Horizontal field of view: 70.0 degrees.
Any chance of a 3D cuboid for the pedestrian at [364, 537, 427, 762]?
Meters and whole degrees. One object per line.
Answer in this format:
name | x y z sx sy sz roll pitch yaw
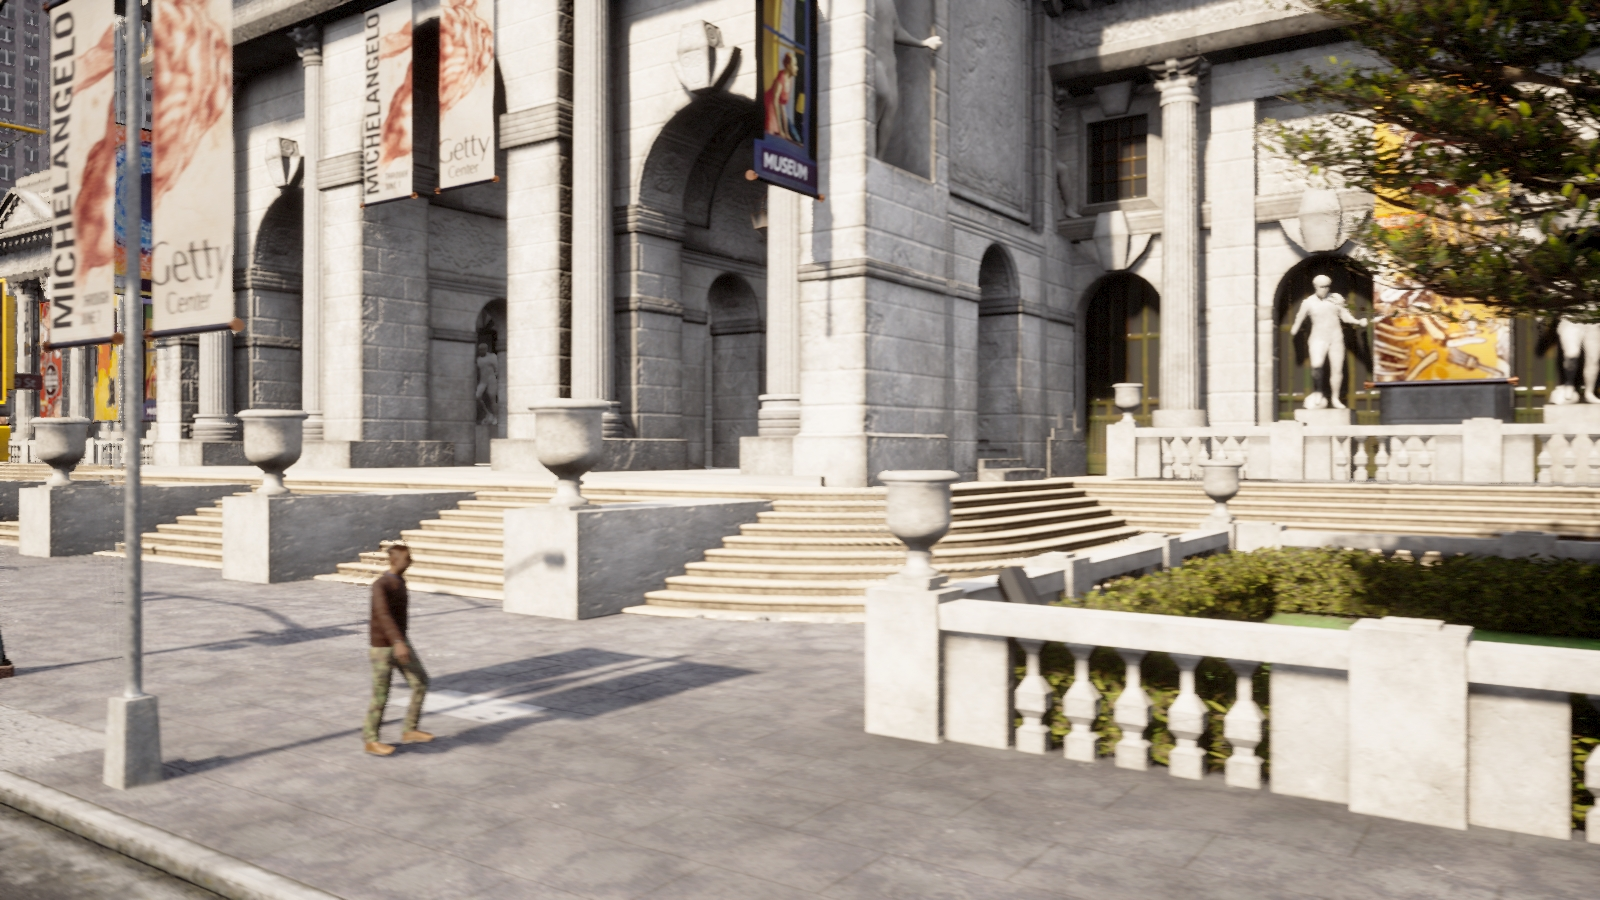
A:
pedestrian | -3.483 1.696 9.845 0.375 1.860 0.375 0 0 10
